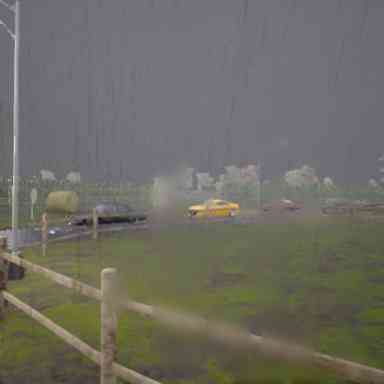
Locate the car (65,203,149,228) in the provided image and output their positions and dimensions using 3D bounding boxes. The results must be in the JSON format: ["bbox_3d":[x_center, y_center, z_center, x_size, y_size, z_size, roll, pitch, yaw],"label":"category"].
[{"bbox_3d":[-5.322,1.454,21.447,5.357,1.411,2.033,0,1,-44],"label":"car"}]

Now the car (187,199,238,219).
[{"bbox_3d":[1.820,1.407,28.207,5.008,1.535,1.882,0,1,-42],"label":"car"}]

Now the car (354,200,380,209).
[{"bbox_3d":[20.925,1.618,40.527,4.718,1.301,1.895,0,1,-37],"label":"car"}]

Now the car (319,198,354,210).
[{"bbox_3d":[17.842,1.484,41.750,4.892,1.490,1.837,0,1,-38],"label":"car"}]

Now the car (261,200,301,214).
[{"bbox_3d":[9.289,1.553,34.791,4.718,1.301,1.895,0,1,-40],"label":"car"}]
